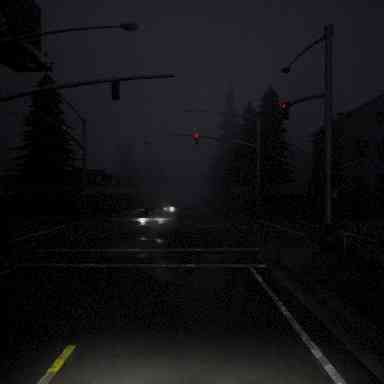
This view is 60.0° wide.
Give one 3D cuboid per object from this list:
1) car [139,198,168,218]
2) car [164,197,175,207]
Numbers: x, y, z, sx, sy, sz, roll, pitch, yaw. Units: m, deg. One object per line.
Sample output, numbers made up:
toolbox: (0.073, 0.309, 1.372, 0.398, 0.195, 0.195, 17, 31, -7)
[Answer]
car: (-3.593, 1.526, 30.792, 1.812, 1.442, 4.674, 0, 0, 0)
car: (-3.583, 1.491, 50.515, 2.128, 1.511, 4.902, 0, 0, 0)
